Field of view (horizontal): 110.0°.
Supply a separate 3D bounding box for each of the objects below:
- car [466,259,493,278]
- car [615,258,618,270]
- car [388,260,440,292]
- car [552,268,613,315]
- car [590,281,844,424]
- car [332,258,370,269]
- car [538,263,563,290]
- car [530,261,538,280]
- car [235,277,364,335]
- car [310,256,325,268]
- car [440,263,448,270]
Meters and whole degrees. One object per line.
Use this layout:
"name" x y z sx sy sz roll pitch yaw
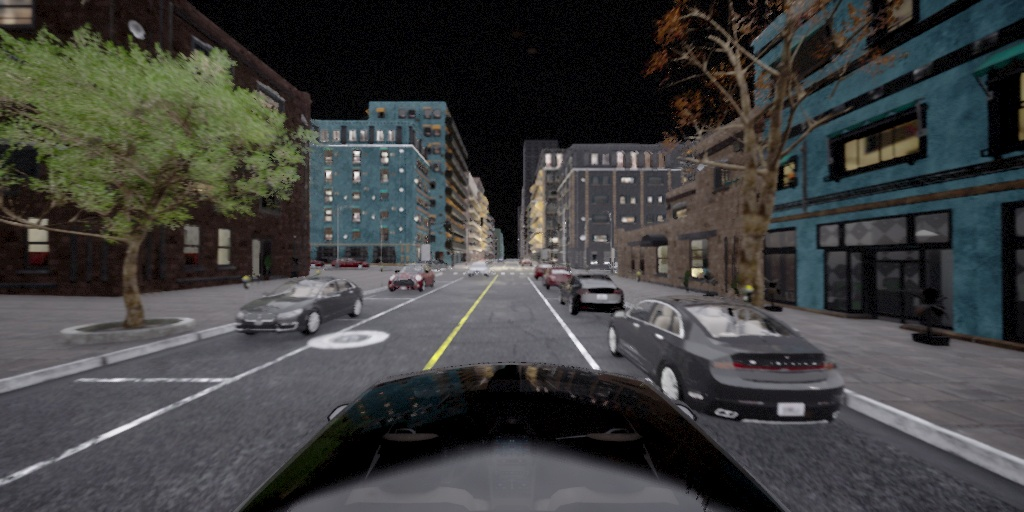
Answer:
"car" -3.047 1.282 33.759 1.812 1.442 4.674 0 0 1
"car" 16.601 1.304 47.753 5.566 2.045 2.150 1 -1 -1
"car" -5.820 1.193 21.219 1.967 1.591 4.097 0 0 0
"car" 2.820 1.316 13.319 1.948 1.339 4.313 0 0 0
"car" 2.791 1.300 5.774 2.007 1.370 4.403 0 0 0
"car" -20.012 0.924 44.638 4.507 1.381 1.888 0 0 -1
"car" 2.820 1.334 22.320 1.802 1.307 4.207 0 0 0
"car" 2.819 1.300 31.322 1.888 1.381 4.507 0 0 0
"car" -5.813 1.302 10.400 2.007 1.370 4.403 0 0 0
"car" -25.693 0.819 44.661 4.507 1.381 1.888 0 0 -1
"car" -10.602 1.182 47.497 4.181 1.385 1.994 2 -1 -1
